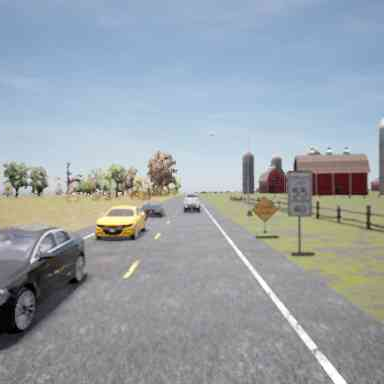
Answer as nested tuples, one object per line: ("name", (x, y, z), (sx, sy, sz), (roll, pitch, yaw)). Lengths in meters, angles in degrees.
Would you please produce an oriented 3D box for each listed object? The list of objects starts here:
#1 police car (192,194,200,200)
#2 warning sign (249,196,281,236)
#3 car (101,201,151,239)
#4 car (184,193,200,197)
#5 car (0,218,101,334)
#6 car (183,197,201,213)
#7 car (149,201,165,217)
("police car", (1.039, 1.372, 91.256), (1.930, 1.638, 5.238), (0, 0, 0))
("warning sign", (3.540, 1.117, 16.153), (1.300, 1.860, 1.060), (0, 0, 0))
("car", (-3.594, 1.481, 17.530), (1.882, 1.535, 5.008), (0, 0, 0))
("car", (-0.002, 1.217, 48.054), (2.150, 2.045, 5.566), (0, 0, 0))
("car", (-3.610, 1.493, 6.798), (2.128, 1.511, 4.902), (0, 0, -2))
("car", (-0.005, 1.600, 37.546), (1.895, 1.301, 4.718), (0, 0, 0))
("car", (-3.584, 1.565, 30.765), (1.994, 1.385, 4.181), (0, 0, 0))
